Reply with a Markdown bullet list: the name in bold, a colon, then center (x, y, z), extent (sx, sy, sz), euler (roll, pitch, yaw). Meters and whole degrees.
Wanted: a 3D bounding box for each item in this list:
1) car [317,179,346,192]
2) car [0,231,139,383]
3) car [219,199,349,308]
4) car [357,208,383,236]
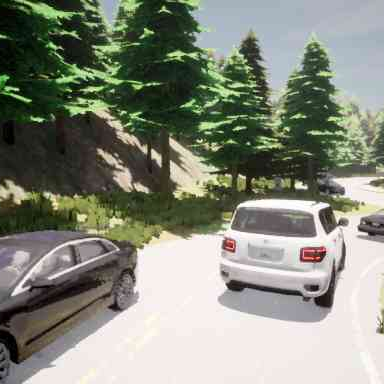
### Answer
- **car**: center (16.081, -0.553, 38.930), extent (1.882, 1.535, 5.008), euler (-1, 5, -2)
- **car**: center (-2.502, 1.431, 5.048), extent (2.128, 1.511, 4.902), euler (1, 1, 17)
- **car**: center (2.552, 1.200, 8.380), extent (2.150, 2.045, 5.566), euler (3, 2, 27)
- **car**: center (10.136, 1.414, 15.829), extent (5.357, 1.411, 2.033), euler (-1, 5, -32)
